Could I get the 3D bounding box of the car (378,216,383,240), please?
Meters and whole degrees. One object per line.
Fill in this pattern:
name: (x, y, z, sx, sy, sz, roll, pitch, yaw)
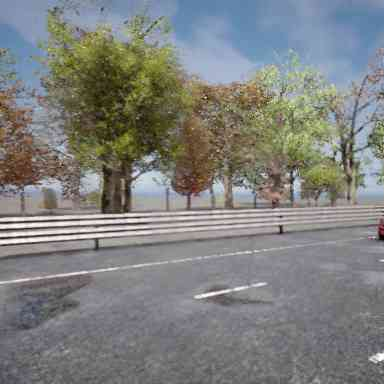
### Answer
car: (10.975, 1.414, 15.849, 4.553, 1.767, 2.097, 0, 0, -32)
